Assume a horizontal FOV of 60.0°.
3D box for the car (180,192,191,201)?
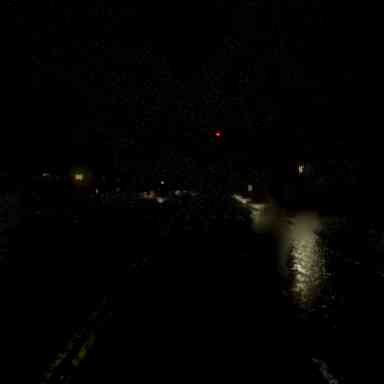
[{"bbox_3d":[-1.125,0.830,61.263,1.837,1.490,4.892,0,3,4],"label":"car"}]
